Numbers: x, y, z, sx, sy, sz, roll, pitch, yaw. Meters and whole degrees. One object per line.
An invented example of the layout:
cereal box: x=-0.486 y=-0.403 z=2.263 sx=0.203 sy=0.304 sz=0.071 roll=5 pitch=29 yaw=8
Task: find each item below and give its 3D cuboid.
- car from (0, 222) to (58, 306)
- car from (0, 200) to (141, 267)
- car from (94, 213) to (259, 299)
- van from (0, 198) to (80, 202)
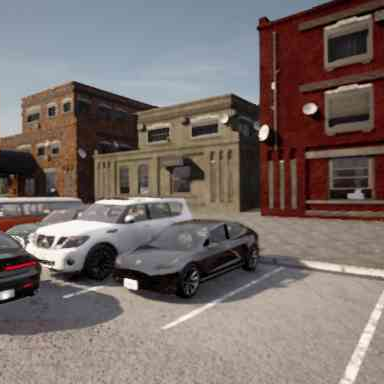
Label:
car: x=-5.135 y=1.487 z=7.040 sx=4.892 sy=1.490 sz=1.837 roll=0 pitch=0 yaw=36
car: x=-4.338 y=1.329 z=12.087 sx=2.185 sy=1.767 sz=4.553 roll=0 pitch=0 yaw=35
car: x=0.118 y=1.501 z=8.835 sx=2.163 sy=1.488 sz=4.792 roll=0 pitch=0 yaw=35
van: x=-6.669 y=1.217 z=13.567 sx=1.878 sy=1.987 sz=4.442 roll=0 pitch=0 yaw=35
